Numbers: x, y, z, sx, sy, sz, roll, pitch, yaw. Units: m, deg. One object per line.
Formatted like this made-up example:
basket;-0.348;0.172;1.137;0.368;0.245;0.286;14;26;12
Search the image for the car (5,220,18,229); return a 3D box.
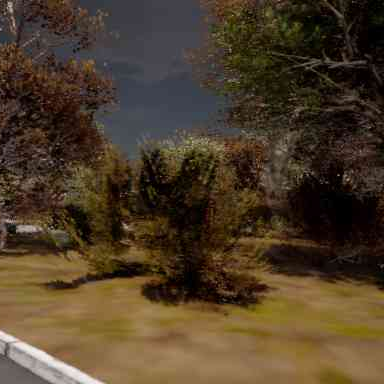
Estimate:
car;-17.357;2.553;27.858;1.895;1.301;4.718;-1;-4;33
